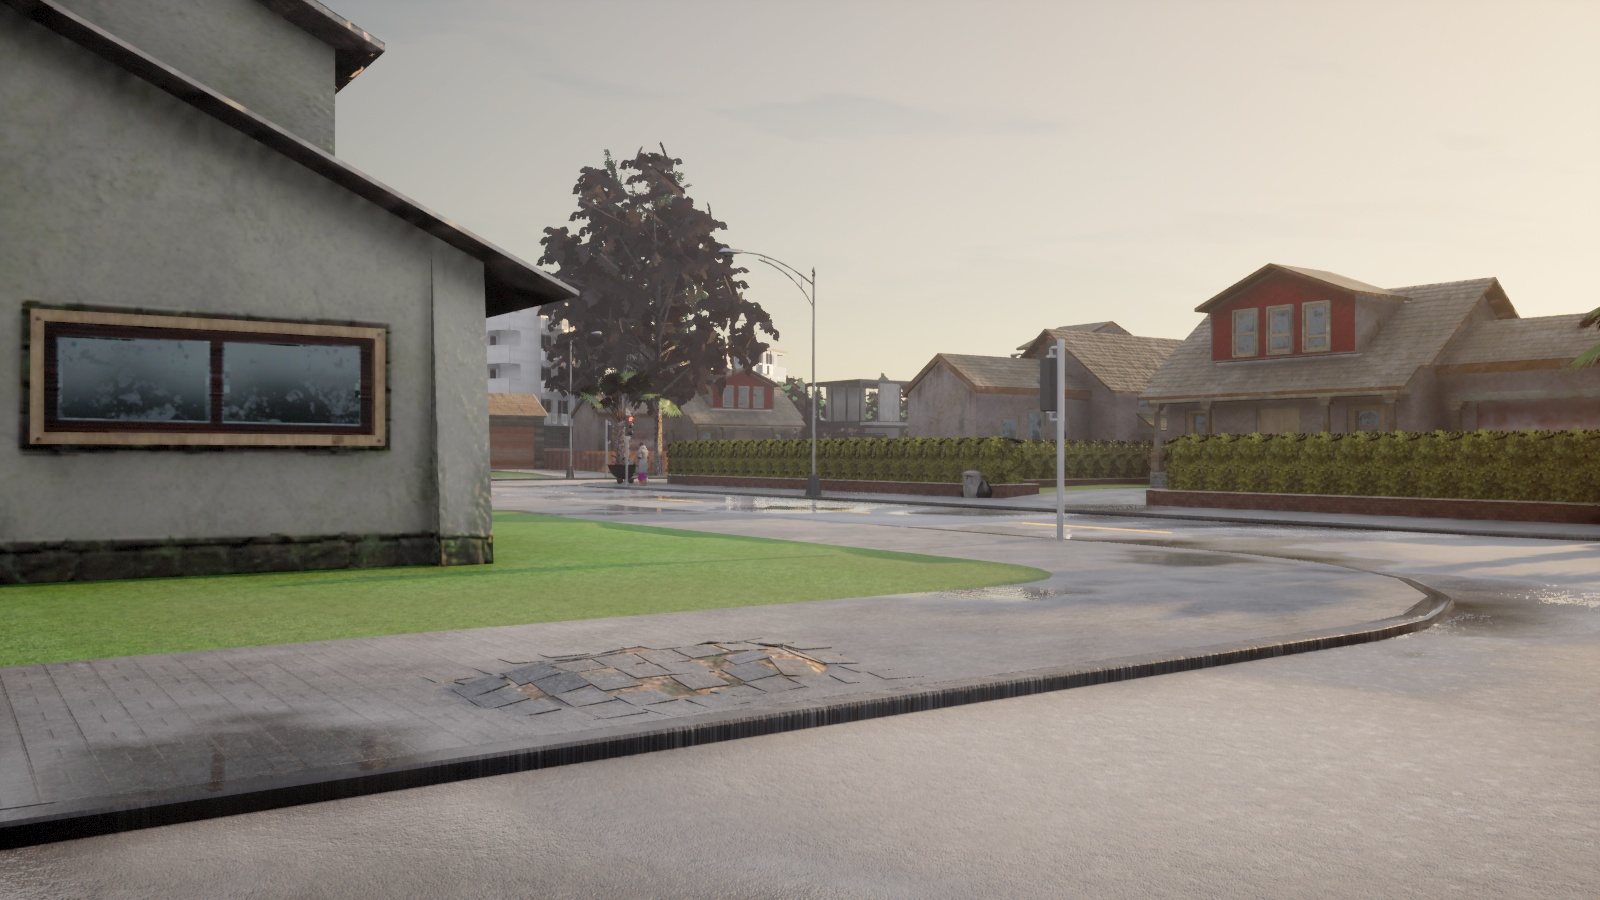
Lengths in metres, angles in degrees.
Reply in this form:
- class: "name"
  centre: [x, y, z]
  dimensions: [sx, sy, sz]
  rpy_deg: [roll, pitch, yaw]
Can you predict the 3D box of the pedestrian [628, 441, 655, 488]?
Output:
- class: "pedestrian"
  centre: [-6.664, 0.598, 52.779]
  dimensions: [0.873, 1.952, 0.659]
  rpy_deg: [0, 0, 35]
